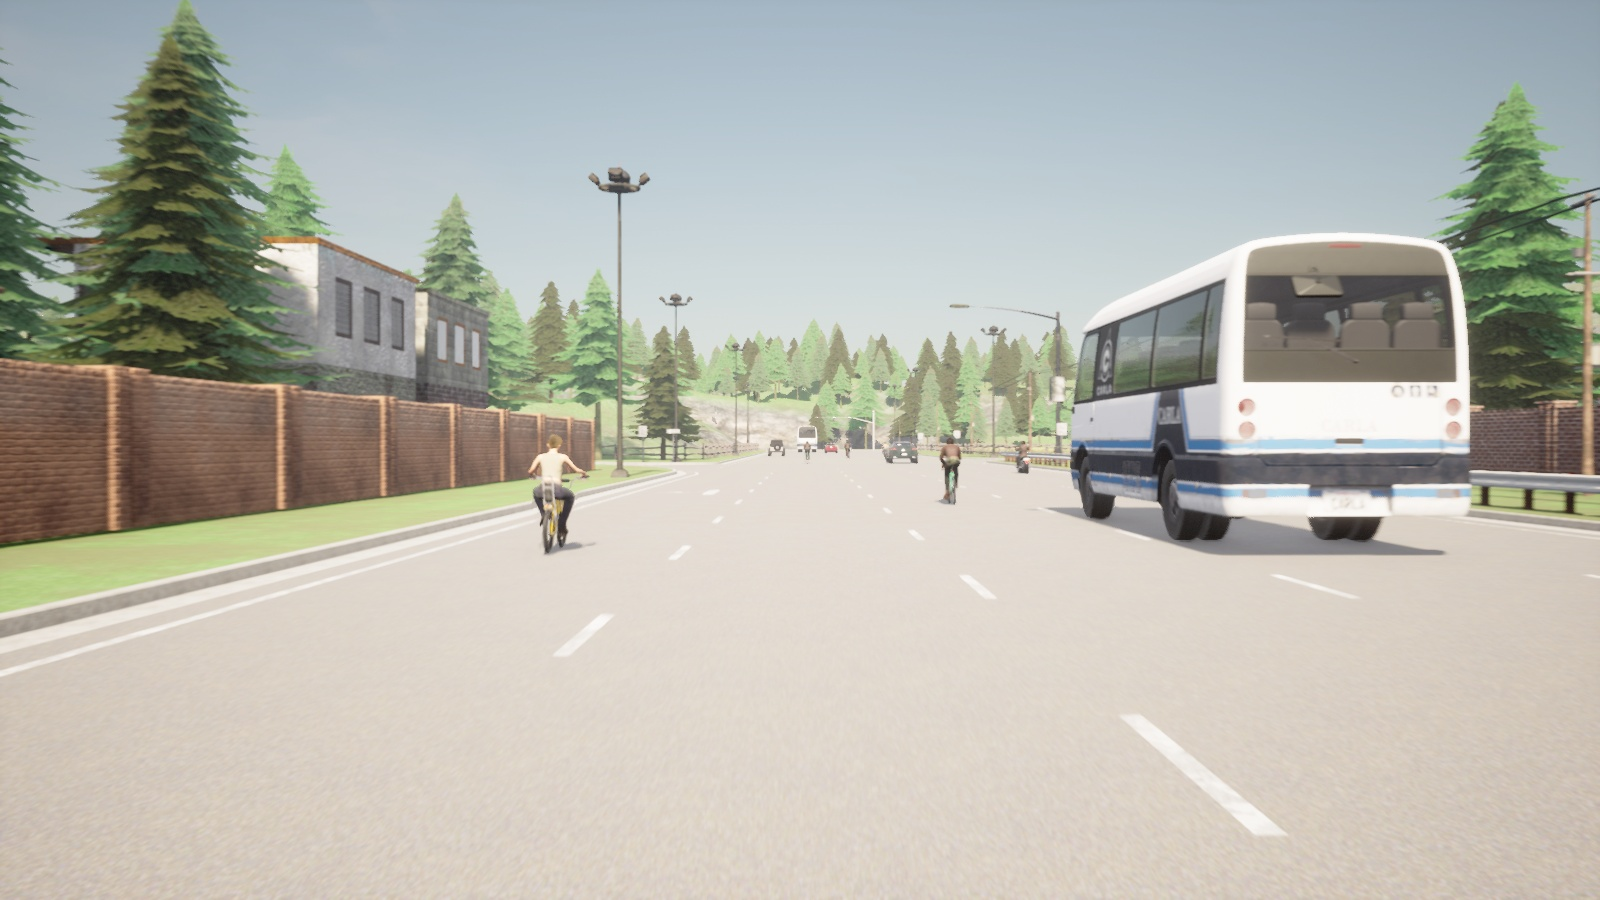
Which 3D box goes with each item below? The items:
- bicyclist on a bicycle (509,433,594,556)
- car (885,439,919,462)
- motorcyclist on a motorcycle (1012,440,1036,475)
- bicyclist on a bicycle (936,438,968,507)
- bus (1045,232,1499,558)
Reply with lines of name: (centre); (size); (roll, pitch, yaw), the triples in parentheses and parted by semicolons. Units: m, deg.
bicyclist on a bicycle: (-3.383, 0.584, 17.213); (0.866, 1.612, 1.509); (0, 0, 0)
car: (7.543, 0.013, 92.984); (2.152, 1.651, 5.027); (0, 0, 0)
motorcyclist on a motorcycle: (10.862, 0.365, 61.060); (0.766, 1.649, 2.350); (0, 0, 0)
bicyclist on a bicycle: (3.688, 0.533, 30.474); (0.582, 1.620, 1.656); (0, 0, 0)
bus: (7.139, -0.744, 21.488); (3.944, 4.253, 10.273); (0, 0, 0)
